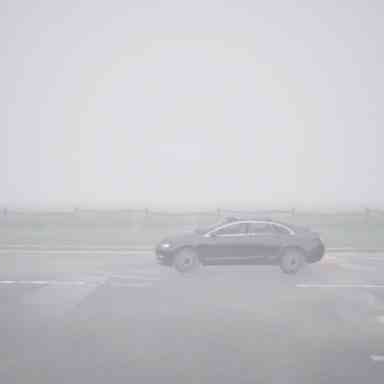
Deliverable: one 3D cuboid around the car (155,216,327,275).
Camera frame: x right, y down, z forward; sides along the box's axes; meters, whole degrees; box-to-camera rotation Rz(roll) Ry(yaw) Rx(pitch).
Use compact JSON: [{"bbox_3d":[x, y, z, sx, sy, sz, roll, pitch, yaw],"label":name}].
[{"bbox_3d":[1.380,1.491,9.899,4.902,1.511,2.128,0,0,3],"label":"car"}]
